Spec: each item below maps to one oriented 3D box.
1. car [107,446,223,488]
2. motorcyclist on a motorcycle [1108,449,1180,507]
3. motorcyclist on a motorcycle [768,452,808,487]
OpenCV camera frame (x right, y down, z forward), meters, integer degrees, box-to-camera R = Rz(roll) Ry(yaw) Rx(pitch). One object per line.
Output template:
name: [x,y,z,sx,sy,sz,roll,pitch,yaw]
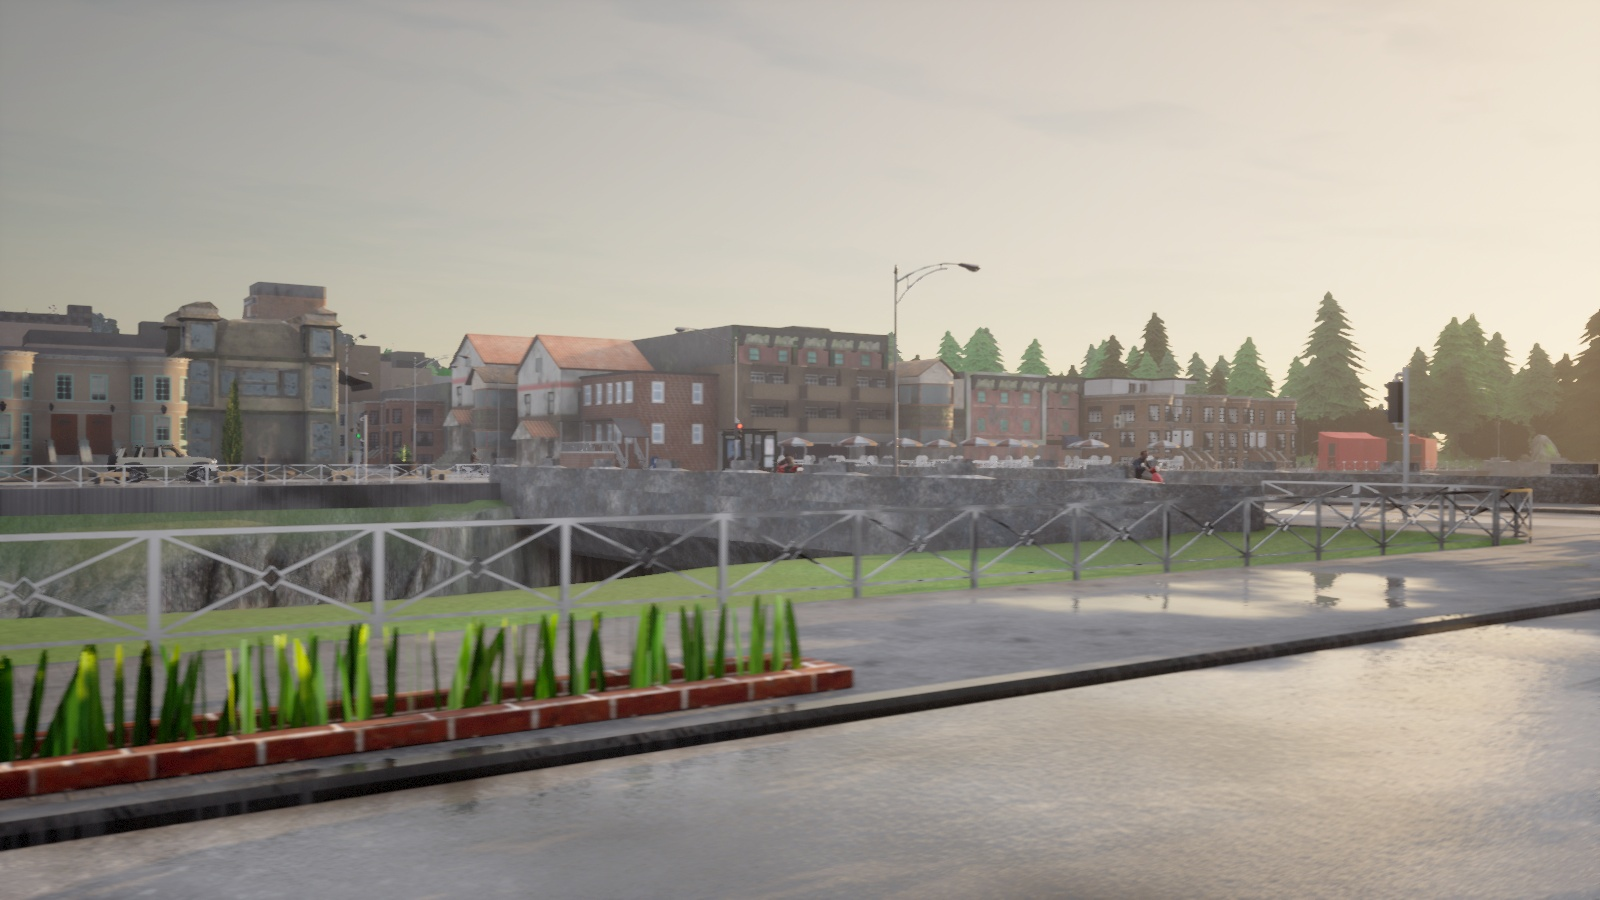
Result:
car: [-29.717,0.768,58.786,4.605,1.855,1.932,0,0,-35]
motorcyclist on a motorcycle: [9.623,0.764,35.230,0.866,1.590,1.817,0,0,-34]
motorcyclist on a motorcycle: [-0.565,0.867,56.783,0.797,1.523,2.044,0,0,-34]
